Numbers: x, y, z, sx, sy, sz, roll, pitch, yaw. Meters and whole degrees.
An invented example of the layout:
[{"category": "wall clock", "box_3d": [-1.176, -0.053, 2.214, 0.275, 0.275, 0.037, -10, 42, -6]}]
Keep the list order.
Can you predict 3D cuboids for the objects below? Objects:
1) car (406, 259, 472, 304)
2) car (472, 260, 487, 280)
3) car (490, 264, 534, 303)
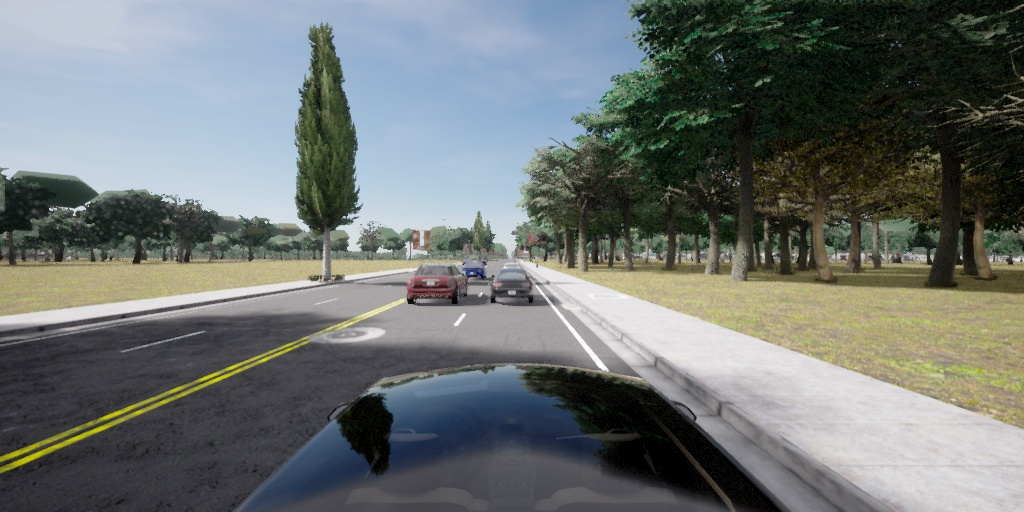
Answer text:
[{"category": "car", "box_3d": [-3.250, 1.118, 16.471, 2.097, 1.767, 4.553, 0, 0, 0]}, {"category": "car", "box_3d": [-3.250, 1.248, 31.501, 1.882, 1.535, 5.008, 0, 0, 0]}, {"category": "car", "box_3d": [0.000, 1.285, 16.500, 1.812, 1.442, 4.674, 0, 0, 0]}]
